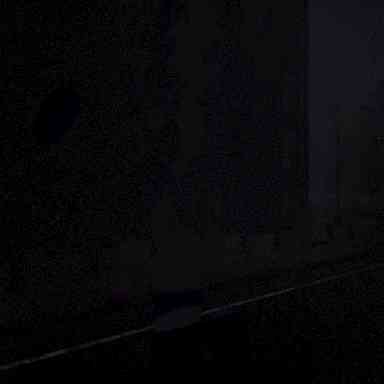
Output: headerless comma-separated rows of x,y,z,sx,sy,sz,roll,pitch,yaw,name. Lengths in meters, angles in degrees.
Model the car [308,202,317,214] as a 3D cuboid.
10.346,1.510,33.726,1.812,1.442,4.674,0,0,-34,car
